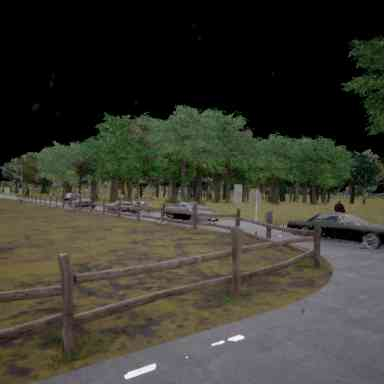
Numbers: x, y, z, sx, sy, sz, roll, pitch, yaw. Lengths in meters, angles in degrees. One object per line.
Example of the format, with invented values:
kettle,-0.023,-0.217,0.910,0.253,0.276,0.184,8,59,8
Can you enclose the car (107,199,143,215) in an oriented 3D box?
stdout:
car,-7.068,1.543,33.712,1.994,1.385,4.181,2,-1,-36

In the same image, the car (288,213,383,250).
car,6.612,1.583,14.356,1.895,1.301,4.718,2,-1,-35

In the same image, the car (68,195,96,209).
car,-14.350,1.521,44.061,2.033,1.411,5.357,2,-1,-35

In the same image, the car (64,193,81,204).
car,-21.191,1.227,58.797,2.150,2.045,5.566,2,-2,-36

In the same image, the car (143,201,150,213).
car,-6.484,1.575,37.985,1.812,1.442,4.674,2,-1,-35

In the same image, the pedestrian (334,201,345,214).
pedestrian,9.262,1.392,20.969,0.375,1.860,0.375,2,-1,-35

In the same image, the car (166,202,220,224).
car,-0.002,1.476,23.712,2.128,1.511,4.902,2,-1,-35
